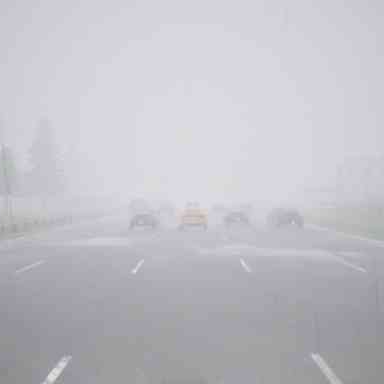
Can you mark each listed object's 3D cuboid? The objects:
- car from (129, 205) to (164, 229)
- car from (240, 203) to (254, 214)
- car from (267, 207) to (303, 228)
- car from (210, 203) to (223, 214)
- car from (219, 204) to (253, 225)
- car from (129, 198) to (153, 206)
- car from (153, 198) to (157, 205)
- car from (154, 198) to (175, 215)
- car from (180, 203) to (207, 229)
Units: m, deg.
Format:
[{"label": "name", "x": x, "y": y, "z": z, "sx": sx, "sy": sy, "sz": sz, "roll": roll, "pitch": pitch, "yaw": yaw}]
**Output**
[{"label": "car", "x": -3.407, "y": 1.920, "z": 24.686, "sx": 1.812, "sy": 1.442, "sz": 4.674, "roll": 0, "pitch": -1, "yaw": 0}, {"label": "car", "x": 7.107, "y": 2.220, "z": 44.787, "sx": 1.837, "sy": 1.490, "sz": 4.892, "roll": 0, "pitch": 0, "yaw": 0}, {"label": "car", "x": 7.104, "y": 1.918, "z": 25.766, "sx": 1.837, "sy": 1.490, "sz": 4.892, "roll": 0, "pitch": 0, "yaw": 0}, {"label": "car", "x": 3.607, "y": 2.216, "z": 46.382, "sx": 1.882, "sy": 1.535, "sz": 5.008, "roll": 0, "pitch": -1, "yaw": 0}, {"label": "car", "x": 3.593, "y": 1.971, "z": 27.898, "sx": 1.812, "sy": 1.442, "sz": 4.674, "roll": 0, "pitch": -1, "yaw": 0}, {"label": "car", "x": -6.892, "y": 1.923, "z": 43.963, "sx": 2.150, "sy": 2.045, "sz": 5.566, "roll": 0, "pitch": -1, "yaw": 0}, {"label": "car", "x": -6.989, "y": 2.257, "z": 65.050, "sx": 2.150, "sy": 2.045, "sz": 5.566, "roll": 0, "pitch": -1, "yaw": 0}, {"label": "car", "x": -3.392, "y": 2.055, "z": 44.157, "sx": 2.097, "sy": 1.767, "sz": 4.553, "roll": 0, "pitch": -1, "yaw": 0}, {"label": "car", "x": 0.105, "y": 1.878, "z": 25.109, "sx": 1.882, "sy": 1.535, "sz": 5.008, "roll": 0, "pitch": -1, "yaw": 0}]
